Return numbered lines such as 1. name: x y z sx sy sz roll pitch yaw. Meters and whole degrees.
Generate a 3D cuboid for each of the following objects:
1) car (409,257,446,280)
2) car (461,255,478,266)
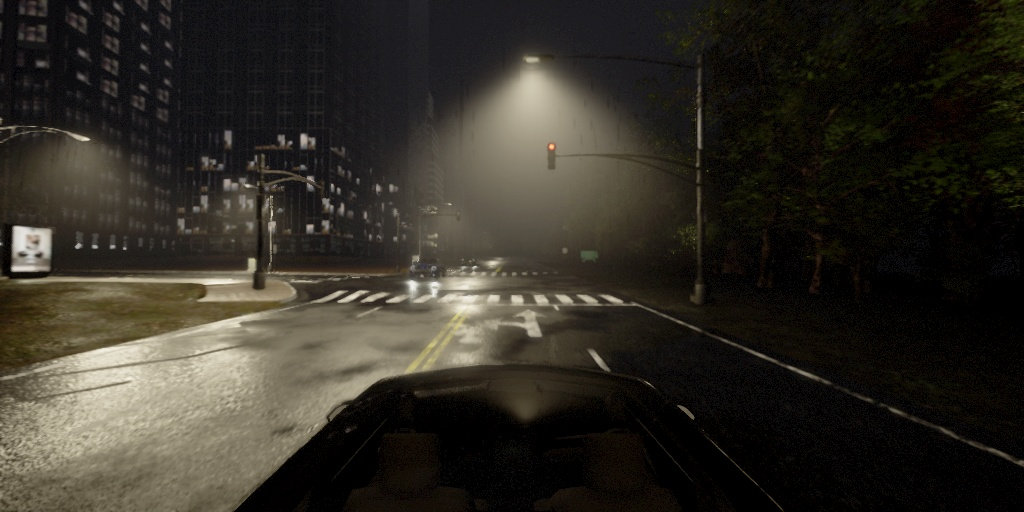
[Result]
1. car: -6.488 0.906 28.074 2.097 1.767 4.553 3 -1 0
2. car: -6.494 0.617 54.983 2.097 1.767 4.553 0 0 0
